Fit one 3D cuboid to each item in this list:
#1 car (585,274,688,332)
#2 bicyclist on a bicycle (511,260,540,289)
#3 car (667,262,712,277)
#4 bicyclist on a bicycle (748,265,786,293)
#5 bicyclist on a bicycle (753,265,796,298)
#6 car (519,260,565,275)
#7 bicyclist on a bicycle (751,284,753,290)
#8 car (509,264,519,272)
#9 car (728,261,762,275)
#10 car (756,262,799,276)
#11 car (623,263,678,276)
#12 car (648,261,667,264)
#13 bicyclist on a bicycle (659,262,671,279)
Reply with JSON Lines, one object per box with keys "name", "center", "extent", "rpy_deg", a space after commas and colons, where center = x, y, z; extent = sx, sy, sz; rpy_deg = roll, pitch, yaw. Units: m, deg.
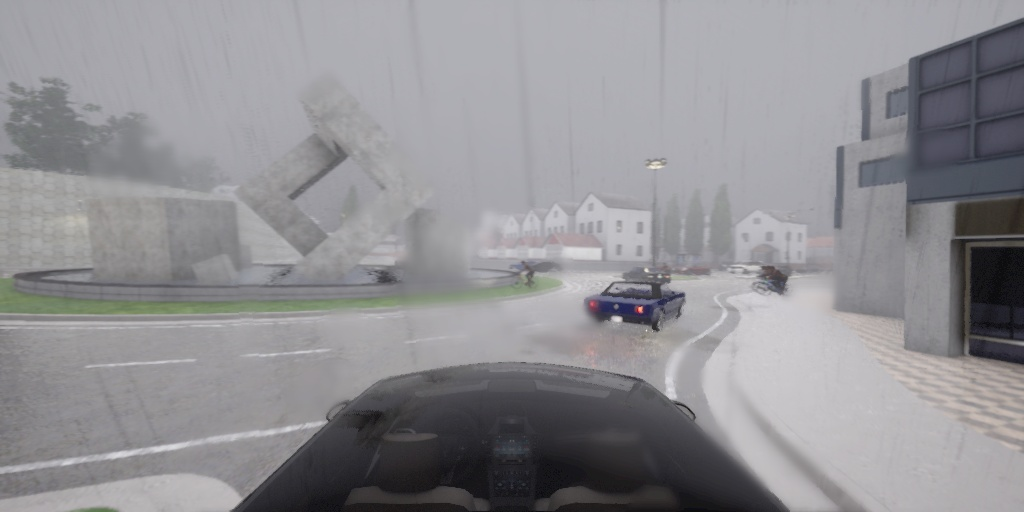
{"name": "car", "center": [4.139, 1.438, 11.428], "extent": [1.895, 1.301, 4.718], "rpy_deg": [1, 0, 36]}
{"name": "bicyclist on a bicycle", "center": [0.767, 1.077, 20.177], "extent": [1.656, 1.620, 0.582], "rpy_deg": [1, 0, 8]}
{"name": "car", "center": [21.857, 1.560, 43.628], "extent": [4.553, 1.767, 2.097], "rpy_deg": [1, 0, -18]}
{"name": "bicyclist on a bicycle", "center": [15.093, 1.387, 21.234], "extent": [1.656, 1.620, 0.582], "rpy_deg": [-1, -5, 17]}
{"name": "bicyclist on a bicycle", "center": [13.843, 1.341, 18.819], "extent": [1.656, 1.620, 0.582], "rpy_deg": [1, 0, 38]}
{"name": "car", "center": [3.678, 1.344, 41.608], "extent": [4.892, 1.490, 1.837], "rpy_deg": [1, 1, 9]}
{"name": "bicyclist on a bicycle", "center": [14.377, 1.350, 19.903], "extent": [1.656, 1.620, 0.582], "rpy_deg": [1, 0, 44]}
{"name": "car", "center": [2.040, 1.286, 45.564], "extent": [5.008, 1.535, 1.882], "rpy_deg": [1, 1, 16]}
{"name": "car", "center": [33.988, 1.675, 52.035], "extent": [5.566, 2.045, 2.150], "rpy_deg": [1, 0, -22]}
{"name": "car", "center": [36.530, 2.009, 49.320], "extent": [4.892, 1.490, 1.837], "rpy_deg": [1, 0, -22]}
{"name": "car", "center": [10.288, 1.515, 27.799], "extent": [2.033, 1.411, 5.357], "rpy_deg": [1, 0, -3]}
{"name": "car", "center": [18.196, 1.487, 46.192], "extent": [4.553, 1.767, 2.097], "rpy_deg": [1, 0, -16]}
{"name": "bicyclist on a bicycle", "center": [13.845, 1.427, 32.491], "extent": [0.582, 1.620, 1.656], "rpy_deg": [1, 8, -19]}
